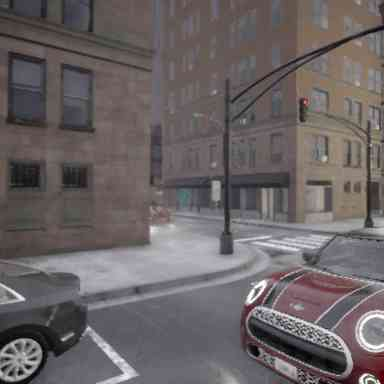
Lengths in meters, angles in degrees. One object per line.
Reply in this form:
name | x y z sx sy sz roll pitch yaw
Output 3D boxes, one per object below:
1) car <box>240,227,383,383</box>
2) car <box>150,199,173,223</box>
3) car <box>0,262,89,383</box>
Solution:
car | 2.872 1.370 4.996 4.553 1.767 2.097 0 0 -36
car | -3.306 1.300 24.580 2.097 1.767 4.553 0 0 -36
car | -3.449 1.546 3.726 4.403 1.369 2.008 0 0 -36
